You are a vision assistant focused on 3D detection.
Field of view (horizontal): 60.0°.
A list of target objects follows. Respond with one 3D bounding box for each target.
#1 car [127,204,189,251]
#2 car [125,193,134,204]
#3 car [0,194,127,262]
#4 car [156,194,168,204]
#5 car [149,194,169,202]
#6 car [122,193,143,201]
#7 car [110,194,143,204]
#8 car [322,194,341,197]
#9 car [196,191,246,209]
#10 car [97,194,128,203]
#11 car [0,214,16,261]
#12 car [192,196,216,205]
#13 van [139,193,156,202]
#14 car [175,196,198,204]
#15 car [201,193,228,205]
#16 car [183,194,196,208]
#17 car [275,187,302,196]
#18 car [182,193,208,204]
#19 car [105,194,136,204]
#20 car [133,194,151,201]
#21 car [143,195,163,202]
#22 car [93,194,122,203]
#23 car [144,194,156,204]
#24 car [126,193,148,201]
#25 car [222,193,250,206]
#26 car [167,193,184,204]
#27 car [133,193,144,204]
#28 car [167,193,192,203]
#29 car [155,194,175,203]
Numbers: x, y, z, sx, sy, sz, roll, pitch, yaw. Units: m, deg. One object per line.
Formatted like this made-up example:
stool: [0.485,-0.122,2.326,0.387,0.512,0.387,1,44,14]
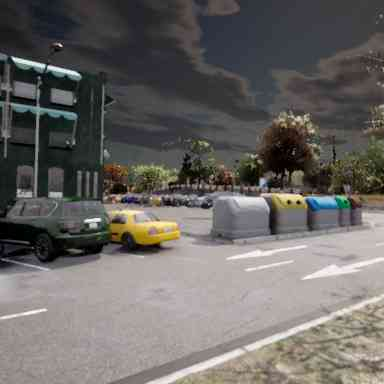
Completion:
car: [-3.012,1.440,13.974,5.366,1.575,1.946,-1,0,35]
car: [-6.911,1.161,48.409,2.163,1.488,4.792,1,0,35]
car: [-5.352,1.205,12.132,5.566,2.045,2.435,-1,0,35]
car: [-1.851,1.004,41.125,2.185,1.767,4.553,0,-1,35]
car: [-7.940,1.517,79.548,2.185,1.767,4.553,1,-2,35]
car: [-16.524,1.393,92.007,2.435,2.045,5.566,1,-2,35]
car: [-10.377,1.127,53.140,1.946,1.575,5.366,1,0,35]
car: [17.982,1.385,42.380,2.435,2.045,5.566,1,-2,35]
car: [3.228,0.876,33.835,2.435,2.045,5.566,1,0,35]
car: [-13.754,1.128,57.999,1.946,1.575,5.366,1,0,35]
car: [-7.784,1.505,10.374,4.674,1.452,2.002,-1,-1,35]
car: [2.422,1.642,64.678,2.231,1.521,4.892,1,-2,35]
van: [-11.292,1.424,84.633,1.878,1.987,4.442,1,-2,35]
car: [-1.117,1.632,69.488,1.946,1.575,5.366,1,-2,35]
car: [4.191,1.391,62.228,2.435,2.045,5.566,1,-2,35]
car: [1.544,1.168,36.289,2.002,1.452,4.674,1,0,35]
car: [16.432,-0.066,56.704,2.097,1.767,4.553,2,3,-34]
car: [0.699,1.389,67.142,2.435,2.045,5.566,1,-2,35]
car: [-11.968,1.133,55.728,2.097,1.535,5.008,1,0,35]
car: [-13.060,1.520,87.037,2.185,1.767,4.553,1,-2,35]
car: [-9.632,1.646,82.051,2.231,1.521,4.892,1,-2,35]
car: [-15.335,1.165,60.610,2.163,1.488,4.792,0,-1,35]
car: [-3.422,1.130,43.732,1.946,1.575,5.366,0,-1,35]
car: [-14.811,1.392,89.471,2.435,2.045,5.566,1,-2,35]
car: [7.609,1.387,57.216,2.435,2.045,5.566,1,-2,35]
car: [-0.148,1.130,38.715,2.231,1.521,4.892,0,-1,35]
car: [-5.209,1.132,46.001,2.231,1.521,4.892,0,-1,35]
car: [-2.714,1.393,72.154,2.435,2.045,5.566,1,-2,35]
car: [-6.204,1.517,77.066,2.185,1.767,4.553,1,-2,35]
